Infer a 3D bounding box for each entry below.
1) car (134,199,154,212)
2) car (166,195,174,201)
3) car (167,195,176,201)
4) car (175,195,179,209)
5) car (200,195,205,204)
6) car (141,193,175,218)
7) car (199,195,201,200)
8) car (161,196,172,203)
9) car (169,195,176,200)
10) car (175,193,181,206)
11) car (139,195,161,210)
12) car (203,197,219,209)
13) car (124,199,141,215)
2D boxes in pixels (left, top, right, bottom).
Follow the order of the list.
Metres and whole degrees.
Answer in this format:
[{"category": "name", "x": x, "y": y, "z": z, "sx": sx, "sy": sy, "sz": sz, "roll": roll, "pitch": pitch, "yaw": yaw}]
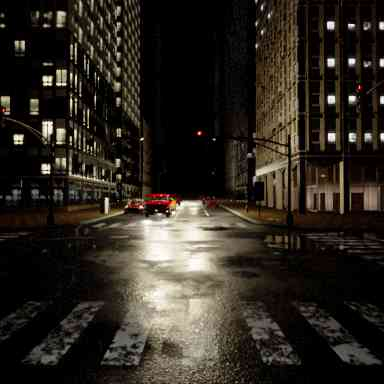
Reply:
[{"category": "car", "x": -5.617, "y": 1.597, "z": 39.391, "sx": 1.802, "sy": 1.307, "sz": 4.206, "roll": 1, "pitch": 0, "yaw": 0}, {"category": "car", "x": -5.549, "y": 1.578, "z": 83.992, "sx": 1.887, "sy": 1.381, "sz": 4.507, "roll": 1, "pitch": 0, "yaw": 0}, {"category": "car", "x": -5.541, "y": 1.587, "z": 89.567, "sx": 2.008, "sy": 1.369, "sz": 4.403, "roll": 1, "pitch": 0, "yaw": 0}, {"category": "car", "x": -3.035, "y": 1.493, "z": 41.571, "sx": 1.882, "sy": 1.535, "sz": 5.008, "roll": 0, "pitch": 0, "yaw": 0}, {"category": "car", "x": 2.790, "y": 1.547, "z": 56.341, "sx": 1.752, "sy": 1.417, "sz": 4.829, "roll": 1, "pitch": 0, "yaw": 0}, {"category": "car", "x": -3.047, "y": 1.233, "z": 31.144, "sx": 2.150, "sy": 2.045, "sz": 5.566, "roll": 0, "pitch": 0, "yaw": 0}, {"category": "car", "x": 2.797, "y": 1.590, "z": 61.748, "sx": 1.947, "sy": 1.339, "sz": 4.313, "roll": 1, "pitch": 0, "yaw": 0}, {"category": "car", "x": -5.566, "y": 1.573, "z": 72.841, "sx": 1.887, "sy": 1.381, "sz": 4.507, "roll": 1, "pitch": 0, "yaw": 0}, {"category": "car", "x": -5.533, "y": 1.605, "z": 95.142, "sx": 1.947, "sy": 1.339, "sz": 4.313, "roll": 1, "pitch": 0, "yaw": 0}, {"category": "car", "x": -2.997, "y": 1.245, "z": 54.736, "sx": 2.150, "sy": 2.045, "sz": 5.566, "roll": 0, "pitch": 0, "yaw": 0}, {"category": "car", "x": -5.604, "y": 1.332, "z": 44.966, "sx": 2.192, "sy": 1.841, "sz": 5.009, "roll": 1, "pitch": 0, "yaw": 0}, {"category": "car", "x": 2.771, "y": 1.599, "z": 45.015, "sx": 1.802, "sy": 1.307, "sz": 4.206, "roll": 1, "pitch": 0, "yaw": 0}, {"category": "car", "x": -5.623, "y": 1.453, "z": 33.815, "sx": 1.967, "sy": 1.590, "sz": 4.097, "roll": 1, "pitch": 0, "yaw": 0}]
